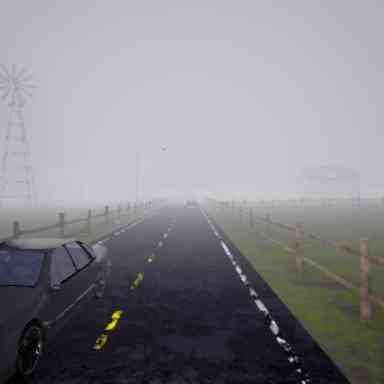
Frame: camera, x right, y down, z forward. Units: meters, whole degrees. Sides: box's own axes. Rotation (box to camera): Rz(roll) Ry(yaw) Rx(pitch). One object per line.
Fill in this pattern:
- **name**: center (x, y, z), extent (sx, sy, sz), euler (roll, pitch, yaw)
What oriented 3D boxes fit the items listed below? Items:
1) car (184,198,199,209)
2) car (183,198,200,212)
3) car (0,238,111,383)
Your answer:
- **car**: center (-0.033, 1.656, 50.545), extent (2.128, 1.511, 4.902), euler (0, 0, 0)
- **car**: center (-0.029, 1.688, 39.930), extent (1.994, 1.385, 4.181), euler (0, 0, 0)
- **car**: center (-2.826, 1.563, 5.689), extent (2.033, 1.411, 5.357), euler (0, 0, 0)
